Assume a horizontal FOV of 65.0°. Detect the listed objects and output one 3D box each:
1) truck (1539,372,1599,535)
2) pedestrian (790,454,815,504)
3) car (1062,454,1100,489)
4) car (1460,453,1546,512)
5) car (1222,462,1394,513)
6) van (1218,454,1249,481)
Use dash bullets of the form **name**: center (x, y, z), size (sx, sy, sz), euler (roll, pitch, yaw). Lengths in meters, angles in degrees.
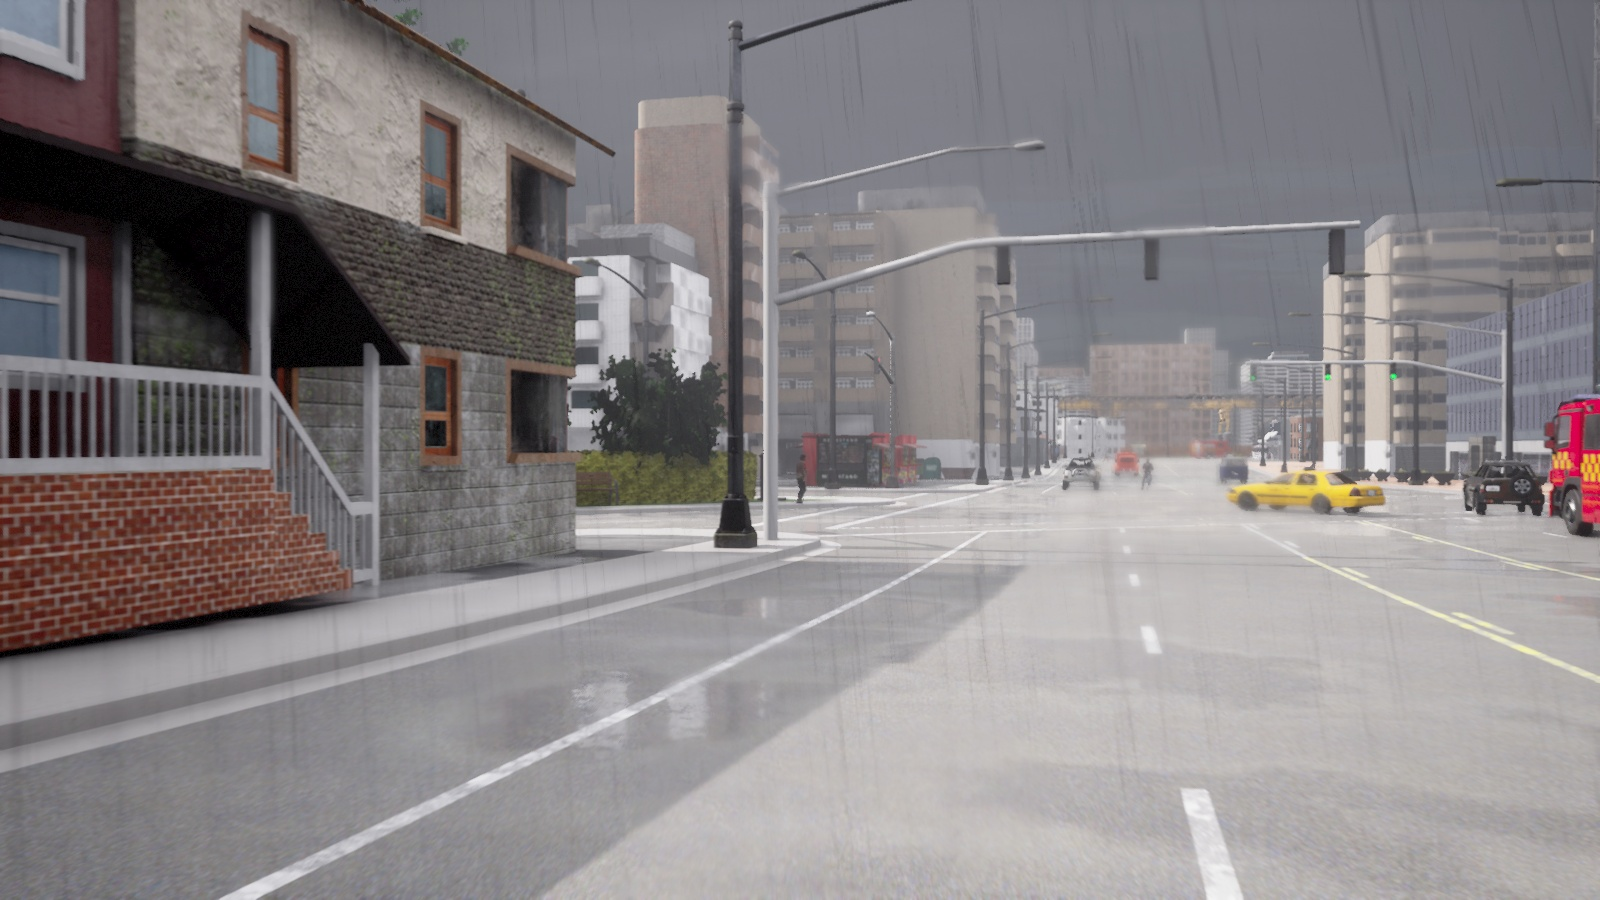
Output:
- **truck**: center (20.110, 0.077, 29.023), size (2.891, 3.827, 8.468), euler (0, 0, 14)
- **pedestrian**: center (0.086, 1.069, 46.483), size (0.869, 1.805, 0.328), euler (-1, 0, -29)
- **car**: center (15.513, 1.167, 69.255), size (1.932, 1.855, 4.605), euler (0, 0, 14)
- **car**: center (23.837, 1.050, 42.716), size (1.932, 1.855, 4.605), euler (-1, 0, 22)
- **car**: center (17.278, 1.224, 43.030), size (1.801, 1.575, 5.366), euler (-1, 0, -34)
- **van**: center (32.143, 1.291, 93.145), size (1.775, 1.987, 4.442), euler (0, -1, 14)
